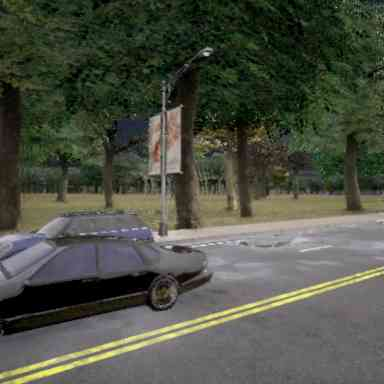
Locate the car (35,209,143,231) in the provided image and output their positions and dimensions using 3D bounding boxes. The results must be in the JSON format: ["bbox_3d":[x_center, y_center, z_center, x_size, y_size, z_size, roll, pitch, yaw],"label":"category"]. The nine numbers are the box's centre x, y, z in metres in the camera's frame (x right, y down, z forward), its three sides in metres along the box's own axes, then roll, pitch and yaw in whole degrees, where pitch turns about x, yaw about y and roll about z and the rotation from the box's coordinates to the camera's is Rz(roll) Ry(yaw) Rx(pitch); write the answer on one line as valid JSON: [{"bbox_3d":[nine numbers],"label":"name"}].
[{"bbox_3d":[-3.270,1.346,9.347,4.553,1.767,2.097,0,0,-36],"label":"car"}]

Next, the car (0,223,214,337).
[{"bbox_3d":[-2.111,1.543,6.178,5.357,1.411,2.033,0,0,-36],"label":"car"}]
